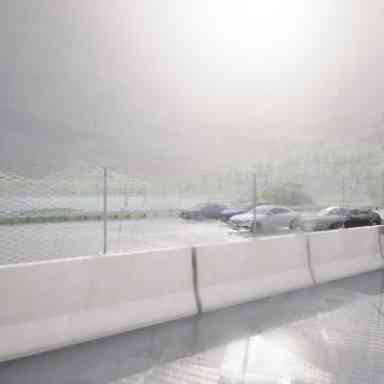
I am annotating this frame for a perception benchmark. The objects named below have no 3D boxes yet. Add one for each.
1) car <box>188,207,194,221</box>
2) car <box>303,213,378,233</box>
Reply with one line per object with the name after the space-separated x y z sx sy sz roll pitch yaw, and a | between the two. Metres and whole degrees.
1.193 1.529 25.357 4.181 1.385 1.994 0 0 -30 | car
7.603 1.480 16.966 4.902 1.511 2.128 0 0 -30 | car
